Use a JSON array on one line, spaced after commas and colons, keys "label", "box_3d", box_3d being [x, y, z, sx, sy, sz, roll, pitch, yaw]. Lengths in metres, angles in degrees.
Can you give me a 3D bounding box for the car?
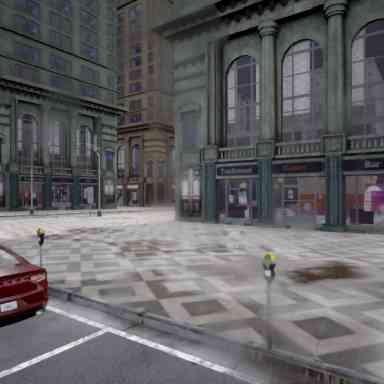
[{"label": "car", "box_3d": [-4.501, 1.545, 6.182, 4.507, 1.381, 1.887, 0, 0, 35]}]
